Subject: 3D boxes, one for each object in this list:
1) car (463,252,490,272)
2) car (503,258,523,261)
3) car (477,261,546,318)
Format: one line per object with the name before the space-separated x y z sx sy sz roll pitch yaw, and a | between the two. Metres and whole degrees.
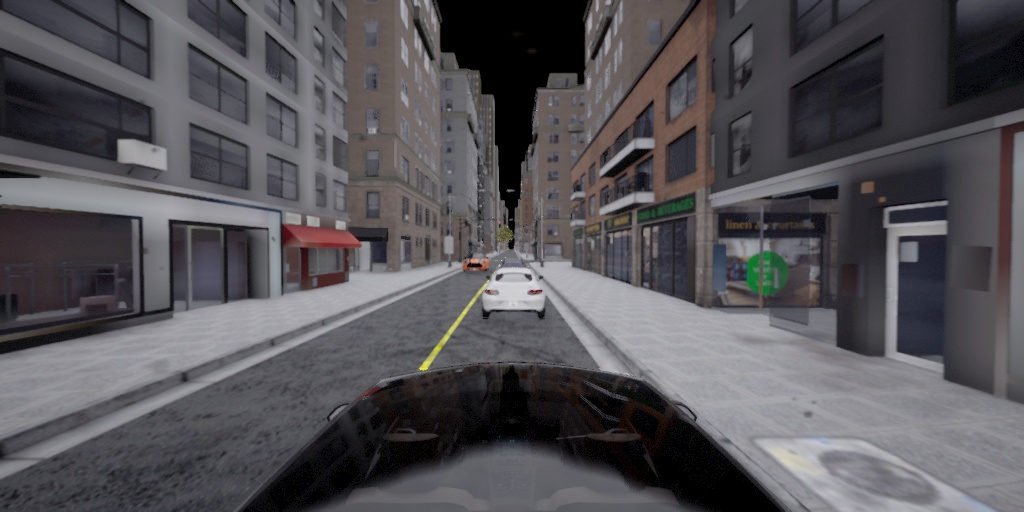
car | -3.087 0.456 31.748 2.097 1.767 4.553 0 1 0
car | 0.080 0.790 27.816 1.895 1.301 4.718 0 1 0
car | 0.080 1.059 11.725 1.812 1.442 4.674 0 1 1
